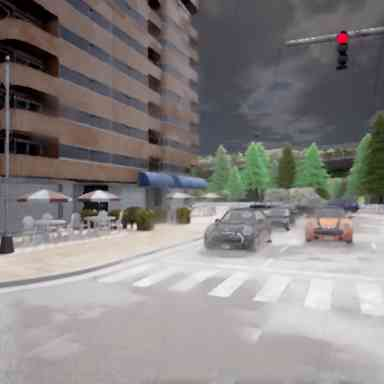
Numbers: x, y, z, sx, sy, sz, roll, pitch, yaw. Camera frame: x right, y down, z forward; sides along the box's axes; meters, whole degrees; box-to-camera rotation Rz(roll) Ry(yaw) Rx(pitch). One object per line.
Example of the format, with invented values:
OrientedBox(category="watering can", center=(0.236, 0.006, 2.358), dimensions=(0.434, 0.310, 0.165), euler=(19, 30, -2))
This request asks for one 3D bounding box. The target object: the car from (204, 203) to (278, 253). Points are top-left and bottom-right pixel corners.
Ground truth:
OrientedBox(category="car", center=(2.221, 1.548, 14.902), dimensions=(2.097, 1.767, 4.553), euler=(-1, -1, 25))

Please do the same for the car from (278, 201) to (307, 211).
OrientedBox(category="car", center=(16.158, 2.261, 53.873), dimensions=(1.994, 1.385, 4.181), euler=(0, -1, -33))

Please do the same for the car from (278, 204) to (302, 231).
OrientedBox(category="car", center=(6.264, 1.848, 23.469), dimensions=(2.033, 1.411, 5.357), euler=(-1, -1, 25))

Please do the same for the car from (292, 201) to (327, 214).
OrientedBox(category="car", center=(15.767, 2.056, 44.923), dimensions=(2.128, 1.511, 4.902), euler=(0, -1, -15))

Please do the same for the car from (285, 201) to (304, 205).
OrientedBox(category="car", center=(9.473, 1.932, 33.190), dimensions=(1.837, 1.490, 4.892), euler=(0, -1, 8))

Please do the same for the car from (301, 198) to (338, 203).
OrientedBox(category="car", center=(13.195, 1.663, 35.748), dimensions=(2.150, 2.045, 5.566), euler=(0, -1, 1))

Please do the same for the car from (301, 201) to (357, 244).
OrientedBox(category="car", center=(7.105, 1.552, 17.147), dimensions=(2.097, 1.767, 4.553), euler=(-1, -1, 24))

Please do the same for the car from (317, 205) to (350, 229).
OrientedBox(category="car", center=(10.755, 1.795, 25.529), dimensions=(2.128, 1.511, 4.902), euler=(-1, -1, 21))

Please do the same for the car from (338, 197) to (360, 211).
OrientedBox(category="car", center=(19.585, 1.747, 43.982), dimensions=(2.150, 2.045, 5.566), euler=(0, -1, -12))
